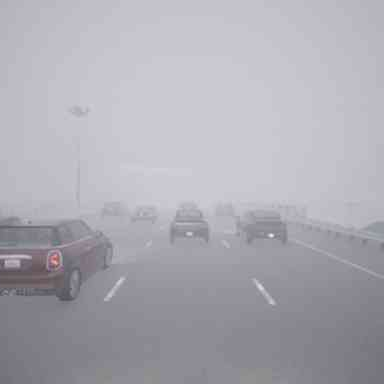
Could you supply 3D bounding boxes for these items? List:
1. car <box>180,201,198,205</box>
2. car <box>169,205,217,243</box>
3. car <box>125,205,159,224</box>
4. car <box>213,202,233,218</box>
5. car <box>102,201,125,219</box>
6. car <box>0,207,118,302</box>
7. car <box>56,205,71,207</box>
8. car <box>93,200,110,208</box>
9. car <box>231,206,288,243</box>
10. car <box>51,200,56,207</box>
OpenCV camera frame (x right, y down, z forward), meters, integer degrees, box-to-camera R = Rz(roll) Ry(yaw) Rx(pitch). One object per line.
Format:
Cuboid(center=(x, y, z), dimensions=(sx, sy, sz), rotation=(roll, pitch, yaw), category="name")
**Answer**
Cuboid(center=(-0.377, 1.616, 32.389), dimensions=(2.097, 1.767, 4.553), rotation=(0, 0, -1), category="car")
Cuboid(center=(-0.140, 1.630, 16.923), dimensions=(2.128, 1.511, 4.902), rotation=(0, 0, -1), category="car")
Cuboid(center=(-3.802, 1.785, 27.341), dimensions=(2.033, 1.411, 5.357), rotation=(0, 0, -1), category="car")
Cuboid(center=(3.120, 1.743, 32.690), dimensions=(2.128, 1.511, 4.902), rotation=(0, 0, -1), category="car")
Cuboid(center=(-7.376, 1.645, 32.284), dimensions=(2.097, 1.767, 4.553), rotation=(0, 0, -1), category="car")
Cuboid(center=(-3.531, 1.437, 8.639), dimensions=(2.097, 1.767, 4.553), rotation=(0, -1, -1), category="car")
Cuboid(center=(-25.518, 2.441, 68.061), dimensions=(1.837, 1.490, 4.892), rotation=(0, -1, -1), category="car")
Cuboid(center=(-18.519, 2.453, 68.167), dimensions=(2.033, 1.411, 5.357), rotation=(0, -1, -1), category="car")
Cuboid(center=(3.363, 1.627, 16.706), dimensions=(1.837, 1.490, 4.892), rotation=(0, 0, -1), category="car")
Cuboid(center=(-29.018, 2.433, 68.008), dimensions=(1.882, 1.535, 5.008), rotation=(0, -1, -1), category="car")
